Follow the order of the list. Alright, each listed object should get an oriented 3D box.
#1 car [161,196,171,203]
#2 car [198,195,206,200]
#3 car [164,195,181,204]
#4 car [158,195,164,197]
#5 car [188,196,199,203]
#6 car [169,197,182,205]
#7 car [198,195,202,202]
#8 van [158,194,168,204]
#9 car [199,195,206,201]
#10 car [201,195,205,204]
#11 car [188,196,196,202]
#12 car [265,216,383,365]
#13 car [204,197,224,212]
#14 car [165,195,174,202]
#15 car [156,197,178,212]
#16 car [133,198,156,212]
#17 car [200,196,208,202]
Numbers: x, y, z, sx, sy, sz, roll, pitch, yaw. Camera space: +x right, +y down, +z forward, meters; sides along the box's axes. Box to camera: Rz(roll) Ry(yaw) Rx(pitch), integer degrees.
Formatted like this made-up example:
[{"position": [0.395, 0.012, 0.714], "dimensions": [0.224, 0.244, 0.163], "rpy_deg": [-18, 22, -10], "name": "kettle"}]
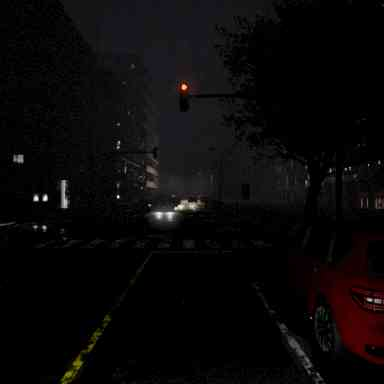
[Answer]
[{"position": [-5.641, 1.631, 71.398], "dimensions": [1.802, 1.307, 4.206], "rpy_deg": [0, 0, 0], "name": "car"}, {"position": [2.754, 1.637, 93.523], "dimensions": [2.008, 1.369, 4.403], "rpy_deg": [0, 0, 0], "name": "car"}, {"position": [-3.063, 1.586, 49.519], "dimensions": [1.994, 1.385, 4.181], "rpy_deg": [0, 0, 0], "name": "car"}, {"position": [-5.656, 1.573, 49.268], "dimensions": [2.008, 1.369, 4.403], "rpy_deg": [0, 0, 0], "name": "car"}, {"position": [0.151, 1.611, 69.376], "dimensions": [1.994, 1.385, 4.181], "rpy_deg": [0, 0, 0], "name": "car"}, {"position": [-3.012, 1.586, 62.589], "dimensions": [2.033, 1.411, 5.357], "rpy_deg": [0, 0, 1], "name": "car"}, {"position": [2.736, 1.624, 65.859], "dimensions": [1.802, 1.307, 4.206], "rpy_deg": [0, 0, 0], "name": "car"}, {"position": [-5.645, 1.383, 65.866], "dimensions": [1.690, 1.788, 3.998], "rpy_deg": [0, 0, 0], "name": "van"}, {"position": [2.750, 1.620, 87.990], "dimensions": [1.887, 1.381, 4.507], "rpy_deg": [0, 0, 0], "name": "car"}, {"position": [2.724, 1.548, 49.432], "dimensions": [1.752, 1.417, 4.829], "rpy_deg": [0, 0, 0], "name": "car"}, {"position": [0.055, 1.656, 79.278], "dimensions": [1.895, 1.301, 4.718], "rpy_deg": [0, 0, 0], "name": "car"}, {"position": [2.697, 1.315, 5.808], "dimensions": [2.192, 1.841, 5.009], "rpy_deg": [0, 0, 0], "name": "car"}, {"position": [2.717, 1.556, 38.196], "dimensions": [1.887, 1.381, 4.507], "rpy_deg": [0, 0, 0], "name": "car"}, {"position": [-5.634, 1.506, 82.464], "dimensions": [1.967, 1.590, 4.097], "rpy_deg": [0, 0, 0], "name": "car"}, {"position": [-3.074, 1.577, 39.227], "dimensions": [1.994, 1.385, 4.181], "rpy_deg": [0, 0, 0], "name": "car"}, {"position": [-5.663, 1.562, 38.202], "dimensions": [2.008, 1.369, 4.403], "rpy_deg": [0, 0, 0], "name": "car"}, {"position": [2.743, 1.583, 77.095], "dimensions": [1.752, 1.417, 4.829], "rpy_deg": [0, 0, 0], "name": "car"}]
